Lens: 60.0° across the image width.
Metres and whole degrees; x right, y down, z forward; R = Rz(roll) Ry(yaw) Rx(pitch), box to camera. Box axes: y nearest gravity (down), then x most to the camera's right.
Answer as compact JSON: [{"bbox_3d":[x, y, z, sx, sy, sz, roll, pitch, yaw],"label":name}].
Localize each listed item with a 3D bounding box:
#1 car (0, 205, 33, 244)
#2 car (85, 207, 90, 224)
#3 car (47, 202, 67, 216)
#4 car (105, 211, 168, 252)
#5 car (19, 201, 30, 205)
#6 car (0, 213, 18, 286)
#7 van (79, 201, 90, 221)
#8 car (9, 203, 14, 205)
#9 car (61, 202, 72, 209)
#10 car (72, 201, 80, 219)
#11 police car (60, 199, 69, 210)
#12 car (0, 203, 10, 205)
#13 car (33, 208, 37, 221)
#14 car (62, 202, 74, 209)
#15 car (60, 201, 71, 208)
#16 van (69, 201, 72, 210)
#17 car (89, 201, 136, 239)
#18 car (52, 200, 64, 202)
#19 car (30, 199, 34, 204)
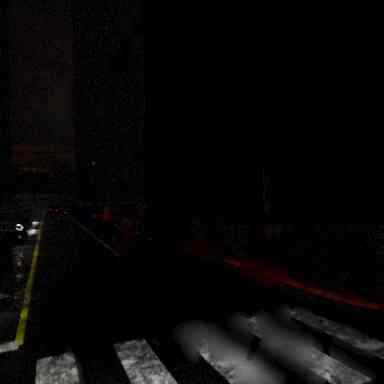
[{"bbox_3d":[-10.092,1.821,18.057,2.097,1.767,4.553,-1,0,-23],"label":"car"},{"bbox_3d":[-6.583,1.994,24.693,1.802,1.307,4.206,-2,0,-24],"label":"car"},{"bbox_3d":[-18.457,2.412,45.222,1.994,1.385,4.181,-1,0,-23],"label":"car"},{"bbox_3d":[-2.527,1.793,15.363,1.887,1.381,4.507,-2,0,-24],"label":"car"},{"bbox_3d":[-34.452,2.939,67.212,1.887,1.381,4.507,-2,0,-24],"label":"car"},{"bbox_3d":[-6.035,1.657,8.666,2.097,1.767,4.553,-1,0,-23],"label":"car"},{"bbox_3d":[-8.622,1.835,29.357,1.690,1.788,3.998,-2,0,-24],"label":"van"},{"bbox_3d":[-22.071,2.351,38.828,1.967,1.590,4.097,-2,0,-24],"label":"car"},{"bbox_3d":[-26.920,2.778,71.265,1.947,1.339,4.313,-2,0,-24],"label":"car"},{"bbox_3d":[-10.652,1.890,34.022,2.192,1.841,5.009,-2,0,-24],"label":"car"},{"bbox_3d":[-20.646,2.390,55.911,1.930,1.638,5.238,-1,0,-24],"label":"police car"},{"bbox_3d":[-18.168,2.071,29.873,2.192,1.841,5.009,-2,0,-24],"label":"car"},{"bbox_3d":[-14.200,2.126,27.505,2.128,1.511,4.902,-1,0,-23],"label":"car"},{"bbox_3d":[-24.839,2.699,66.496,1.947,1.339,4.313,-2,0,-24],"label":"car"},{"bbox_3d":[-29.001,2.841,76.032,2.008,1.369,4.403,-2,0,-24],"label":"car"},{"bbox_3d":[-14.709,2.078,43.352,1.690,1.788,3.998,-2,0,-24],"label":"van"},{"bbox_3d":[-4.565,1.646,20.028,2.192,1.841,5.009,-2,0,-24],"label":"car"},{"bbox_3d":[-22.430,2.510,54.337,1.837,1.490,4.892,-1,0,-23],"label":"car"},{"bbox_3d":[-40.903,3.182,81.997,2.008,1.369,4.403,-2,0,-24],"label":"car"}]
